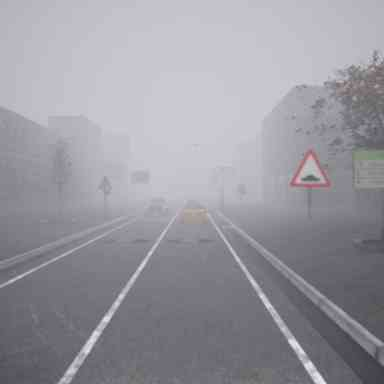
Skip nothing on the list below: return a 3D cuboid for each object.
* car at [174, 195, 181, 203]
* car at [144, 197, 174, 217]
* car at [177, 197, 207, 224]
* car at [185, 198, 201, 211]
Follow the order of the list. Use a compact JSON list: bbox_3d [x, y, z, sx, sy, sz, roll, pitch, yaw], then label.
[{"bbox_3d":[-2.963,1.600,71.398,2.097,1.767,4.553,0,0,0],"label":"car"},{"bbox_3d":[-3.081,1.253,30.285,2.097,1.767,4.553,0,0,0],"label":"car"},{"bbox_3d":[0.108,1.372,23.667,1.801,1.575,5.366,0,0,0],"label":"car"},{"bbox_3d":[0.122,1.491,41.591,1.837,1.490,4.892,0,0,0],"label":"car"}]
